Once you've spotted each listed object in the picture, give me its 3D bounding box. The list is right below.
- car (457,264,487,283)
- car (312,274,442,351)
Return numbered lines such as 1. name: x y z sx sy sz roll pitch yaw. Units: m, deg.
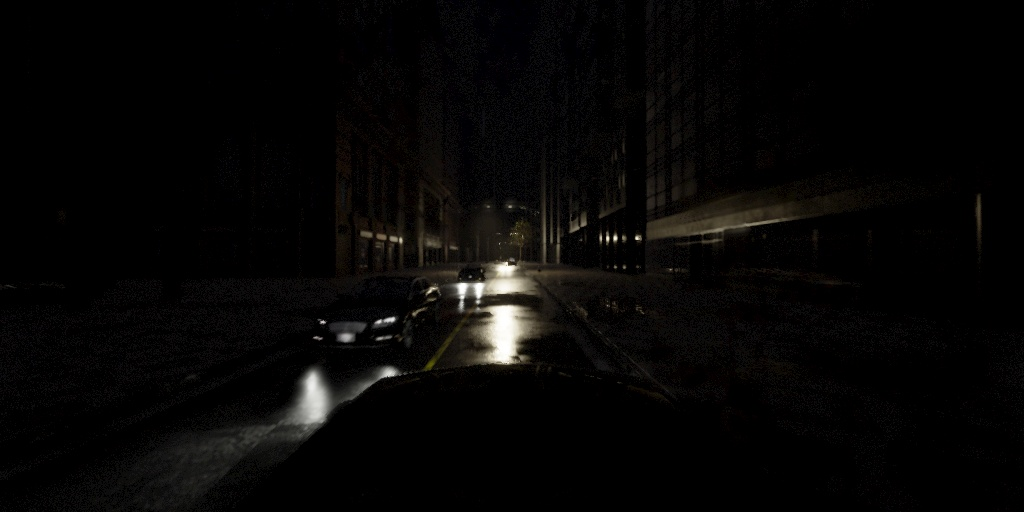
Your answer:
1. car: -3.045 1.336 28.236 1.994 1.385 4.181 0 0 1
2. car: -3.077 1.245 9.126 2.128 1.511 4.902 0 0 1
